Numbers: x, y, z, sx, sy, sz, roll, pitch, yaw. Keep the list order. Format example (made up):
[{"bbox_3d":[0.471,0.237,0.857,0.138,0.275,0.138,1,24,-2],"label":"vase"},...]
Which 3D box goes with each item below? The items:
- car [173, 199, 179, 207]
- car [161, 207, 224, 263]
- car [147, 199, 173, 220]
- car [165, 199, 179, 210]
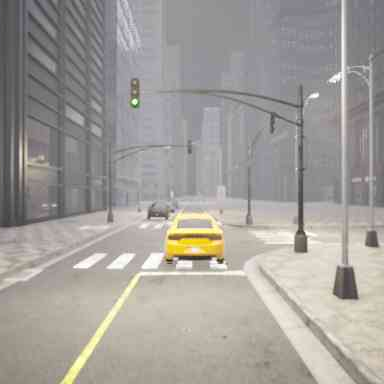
[{"bbox_3d":[-3.058,1.860,41.855,2.033,1.411,5.357,0,0,0],"label":"car"},{"bbox_3d":[0.095,1.564,12.379,1.882,1.535,5.008,0,0,0],"label":"car"},{"bbox_3d":[-3.073,1.711,31.453,1.882,1.535,5.008,0,0,0],"label":"car"},{"bbox_3d":[-3.038,1.890,51.688,1.837,1.490,4.892,0,0,0],"label":"car"}]
